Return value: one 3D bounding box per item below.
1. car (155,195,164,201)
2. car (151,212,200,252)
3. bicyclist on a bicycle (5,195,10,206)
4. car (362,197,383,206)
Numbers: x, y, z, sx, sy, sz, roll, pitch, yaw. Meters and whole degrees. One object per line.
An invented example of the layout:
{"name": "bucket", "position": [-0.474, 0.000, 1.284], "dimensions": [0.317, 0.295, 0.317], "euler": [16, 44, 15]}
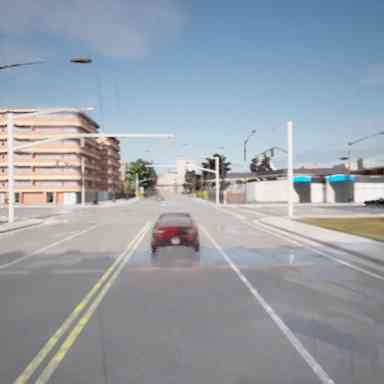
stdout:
{"name": "car", "position": [-8.212, 1.474, 84.490], "dimensions": [2.097, 1.767, 4.553], "euler": [0, 0, -3]}
{"name": "car", "position": [-0.681, 1.540, 13.933], "dimensions": [1.812, 1.442, 4.674], "euler": [0, 0, -3]}
{"name": "bicyclist on a bicycle", "position": [-29.095, 1.364, 52.476], "dimensions": [0.582, 1.620, 1.656], "euler": [0, 0, -2]}
{"name": "car", "position": [27.780, 1.404, 49.147], "dimensions": [4.718, 1.301, 1.895], "euler": [0, 0, -15]}
